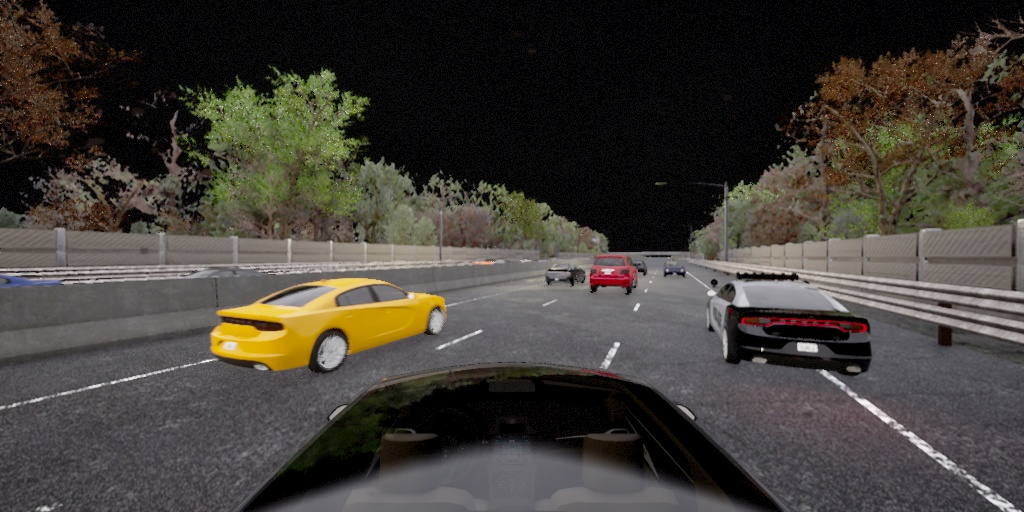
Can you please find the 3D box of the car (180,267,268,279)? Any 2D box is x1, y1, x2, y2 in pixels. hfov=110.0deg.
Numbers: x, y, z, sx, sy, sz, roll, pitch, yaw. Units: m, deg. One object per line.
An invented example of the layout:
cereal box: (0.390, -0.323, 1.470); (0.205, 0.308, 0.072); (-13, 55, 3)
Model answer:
car: (-12.080, 1.225, 14.633); (1.882, 1.535, 5.008); (0, 0, 23)

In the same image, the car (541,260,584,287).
car: (3.732, 1.241, 24.437); (2.128, 1.511, 4.902); (0, 0, 23)

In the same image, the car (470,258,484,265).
car: (-4.233, 1.103, 50.866); (2.097, 1.767, 4.553); (0, 0, 23)

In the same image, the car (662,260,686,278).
car: (15.599, 1.351, 34.480); (1.895, 1.301, 4.718); (0, 0, 23)

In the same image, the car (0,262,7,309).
car: (-20.886, 1.100, 11.824); (2.097, 1.767, 4.553); (0, 0, 23)

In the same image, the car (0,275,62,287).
car: (-17.502, 1.226, 10.847); (1.882, 1.535, 5.008); (0, 0, 23)

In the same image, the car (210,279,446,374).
car: (-3.366, 1.226, 7.788); (1.882, 1.535, 5.008); (0, 0, 23)

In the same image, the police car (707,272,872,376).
police car: (5.462, 1.175, 7.777); (1.930, 1.638, 5.238); (0, 0, 23)

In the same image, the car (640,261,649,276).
car: (13.335, 1.252, 38.039); (1.837, 1.490, 4.892); (0, -1, 23)

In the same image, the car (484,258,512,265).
car: (-1.465, 1.229, 48.442); (1.882, 1.535, 5.008); (0, 0, 23)

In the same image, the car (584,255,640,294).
car: (5.940, 0.971, 20.694); (2.150, 2.045, 5.566); (0, 0, 23)
